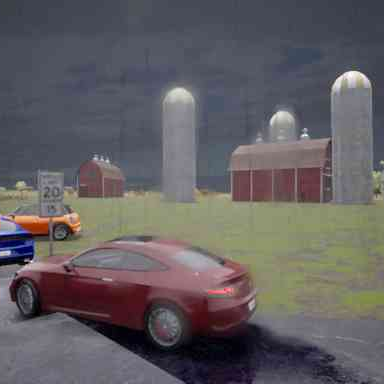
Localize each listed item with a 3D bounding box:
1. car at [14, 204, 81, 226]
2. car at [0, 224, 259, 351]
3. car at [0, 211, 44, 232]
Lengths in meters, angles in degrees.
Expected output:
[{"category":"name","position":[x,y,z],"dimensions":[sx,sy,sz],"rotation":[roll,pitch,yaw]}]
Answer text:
[{"category":"car","position":[-7.883,1.371,16.262],"dimensions":[4.553,1.767,2.097],"rotation":[0,0,-8]},{"category":"car","position":[-1.162,1.529,6.039],"dimensions":[4.674,1.442,1.812],"rotation":[0,0,26]},{"category":"car","position":[-6.773,1.481,10.553],"dimensions":[5.008,1.535,1.882],"rotation":[0,0,43]}]
